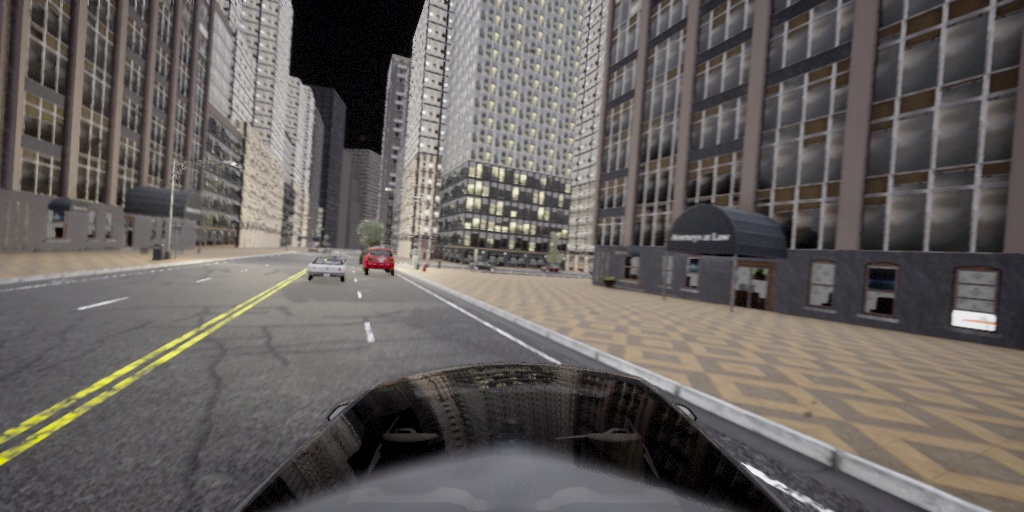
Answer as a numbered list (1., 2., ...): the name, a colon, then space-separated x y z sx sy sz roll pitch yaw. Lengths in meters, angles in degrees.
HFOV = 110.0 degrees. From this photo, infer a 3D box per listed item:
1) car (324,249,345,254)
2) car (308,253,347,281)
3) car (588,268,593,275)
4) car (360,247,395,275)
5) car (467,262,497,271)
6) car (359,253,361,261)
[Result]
1. car: -19.293 0.247 39.685 1.895 1.301 4.718 4 -1 -25
2. car: -11.021 0.701 21.626 1.895 1.301 4.718 4 0 -25
3. car: 15.873 3.179 62.498 4.313 1.339 1.948 0 0 -25
4. car: -10.680 0.378 28.718 2.150 2.045 5.566 4 0 -24
5. car: -4.400 1.526 52.716 4.403 1.370 2.007 0 0 -25
6. car: -16.974 0.121 44.141 2.150 2.045 5.566 3 -1 -5
